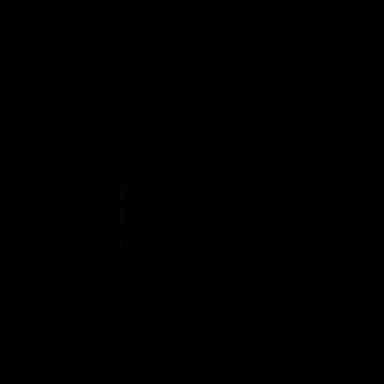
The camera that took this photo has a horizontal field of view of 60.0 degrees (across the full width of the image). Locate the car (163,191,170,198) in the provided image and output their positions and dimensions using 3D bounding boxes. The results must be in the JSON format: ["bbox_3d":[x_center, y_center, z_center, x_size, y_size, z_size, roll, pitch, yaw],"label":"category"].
[{"bbox_3d":[-6.220,0.423,64.906,1.994,1.385,4.181,0,1,42],"label":"car"}]

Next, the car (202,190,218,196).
[{"bbox_3d":[4.185,0.196,76.915,1.994,1.385,4.181,0,0,40],"label":"car"}]
